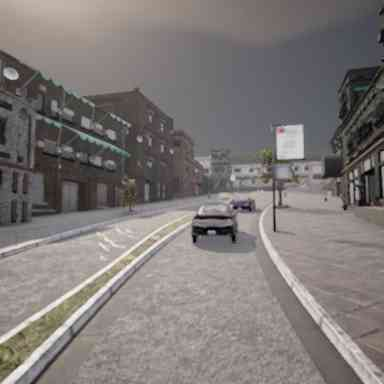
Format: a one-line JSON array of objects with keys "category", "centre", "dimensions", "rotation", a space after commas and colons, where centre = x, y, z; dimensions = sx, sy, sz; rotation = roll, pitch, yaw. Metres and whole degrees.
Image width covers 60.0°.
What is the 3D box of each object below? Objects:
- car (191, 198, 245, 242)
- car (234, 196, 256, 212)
[{"category": "car", "centre": [1.140, 1.256, 14.987], "dimensions": [2.128, 1.511, 4.902], "rotation": [-1, 1, 9]}, {"category": "car", "centre": [4.575, 1.031, 29.703], "dimensions": [1.895, 1.301, 4.718], "rotation": [-1, 1, 17]}]
